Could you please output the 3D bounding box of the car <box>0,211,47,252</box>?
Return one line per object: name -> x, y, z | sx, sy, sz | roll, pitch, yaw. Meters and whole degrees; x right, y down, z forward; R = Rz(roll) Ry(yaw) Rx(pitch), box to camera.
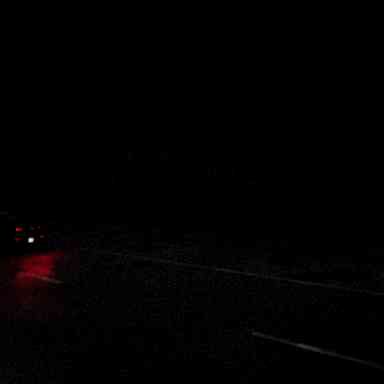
car -> -8.058, 1.576, 14.000 | 4.892, 1.490, 1.837 | 0, 0, 36
